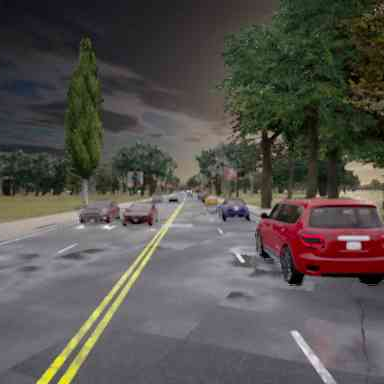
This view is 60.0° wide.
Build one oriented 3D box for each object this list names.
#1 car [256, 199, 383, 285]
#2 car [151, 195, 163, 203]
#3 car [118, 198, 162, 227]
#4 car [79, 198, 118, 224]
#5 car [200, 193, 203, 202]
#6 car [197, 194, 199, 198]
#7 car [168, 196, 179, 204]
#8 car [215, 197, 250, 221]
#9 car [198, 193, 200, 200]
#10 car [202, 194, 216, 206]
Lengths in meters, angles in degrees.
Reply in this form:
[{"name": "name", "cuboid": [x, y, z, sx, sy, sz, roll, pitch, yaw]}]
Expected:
[{"name": "car", "cuboid": [3.345, 1.196, 9.560, 2.150, 2.045, 5.566, 0, 0, 0]}, {"name": "car", "cuboid": [-6.735, 1.389, 64.765, 1.837, 1.490, 4.892, 0, 0, 0]}, {"name": "car", "cuboid": [-3.378, 1.425, 22.487, 1.882, 1.535, 5.008, 0, 0, 0]}, {"name": "car", "cuboid": [-6.631, 1.296, 24.344, 2.097, 1.767, 4.553, 0, 0, 0]}, {"name": "car", "cuboid": [3.039, 1.320, 63.788, 2.033, 1.649, 4.856, 0, 0, 0]}, {"name": "car", "cuboid": [2.870, 1.214, 85.768, 2.097, 1.767, 4.553, 0, 0, -1]}, {"name": "car", "cuboid": [-3.474, 1.498, 62.928, 1.895, 1.301, 4.718, 0, 0, 0]}, {"name": "car", "cuboid": [3.311, 1.290, 26.996, 2.097, 1.767, 4.553, 0, 0, 0]}, {"name": "car", "cuboid": [2.960, 1.380, 74.794, 1.837, 1.490, 4.892, 0, 0, 0]}, {"name": "car", "cuboid": [3.104, 1.381, 52.783, 1.882, 1.535, 5.008, 0, 0, 0]}]
